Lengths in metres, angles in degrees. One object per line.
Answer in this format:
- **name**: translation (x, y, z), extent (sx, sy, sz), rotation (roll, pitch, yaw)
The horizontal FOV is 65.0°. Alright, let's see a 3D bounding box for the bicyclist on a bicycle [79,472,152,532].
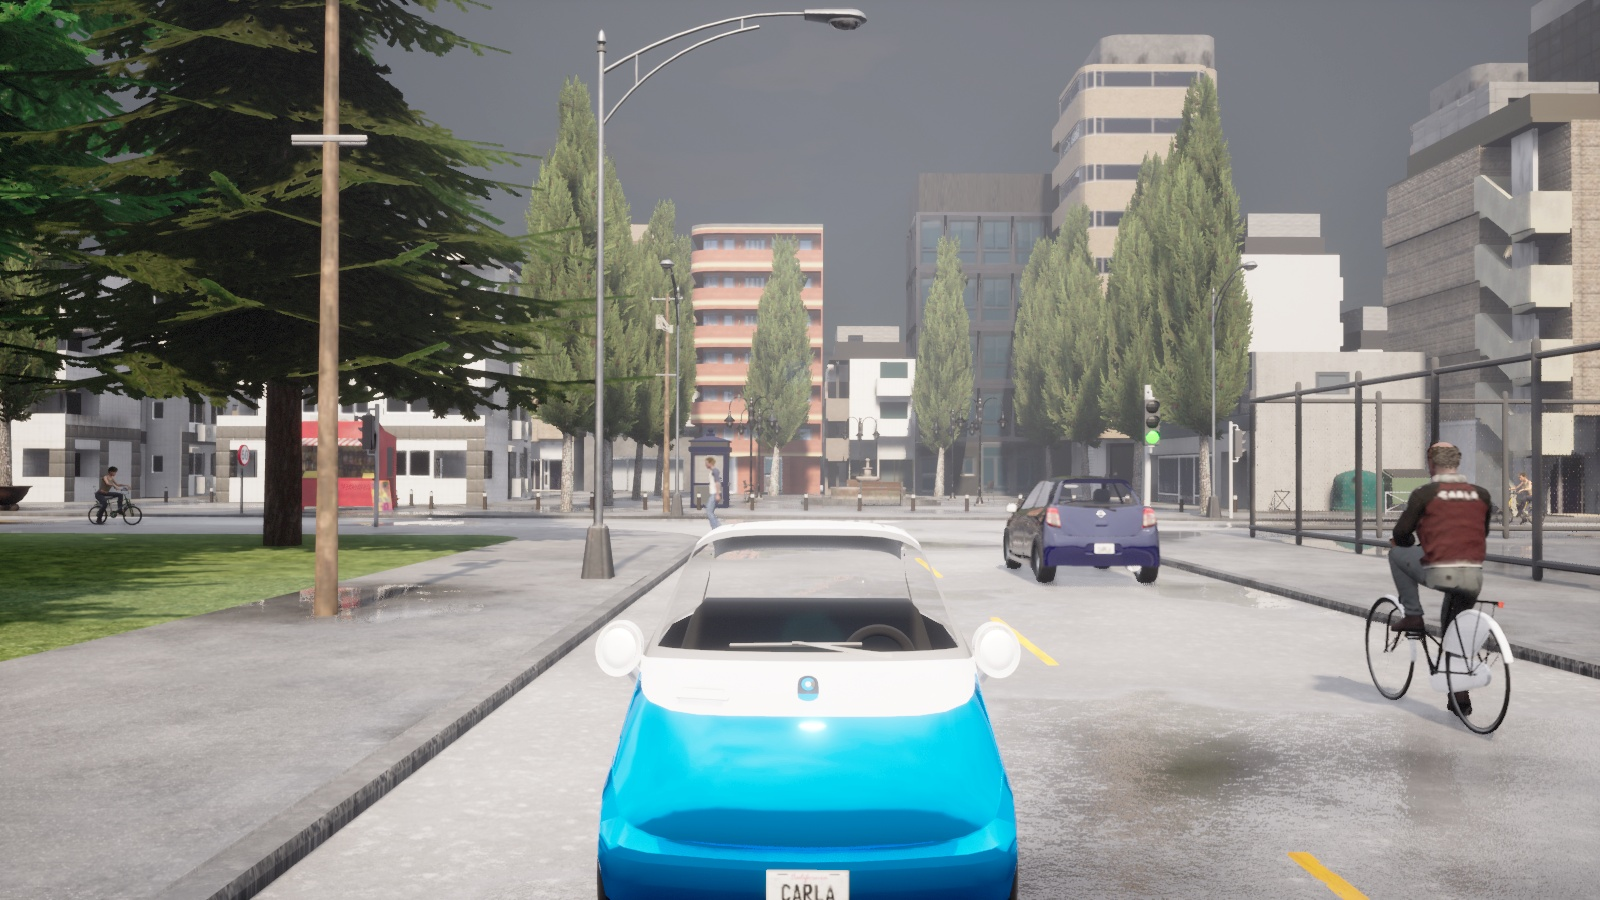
- **bicyclist on a bicycle**: translation (-18.738, 1.402, 34.391), extent (1.509, 1.612, 0.866), rotation (0, -1, 1)

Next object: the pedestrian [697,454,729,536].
- **pedestrian**: translation (-1.966, 1.012, 28.405), extent (0.706, 1.836, 0.354), rotation (0, -1, 0)

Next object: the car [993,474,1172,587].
- **car**: translation (4.104, 1.128, 18.802), extent (1.845, 1.501, 3.633), rotation (0, -1, 0)

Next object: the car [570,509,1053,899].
- **car**: translation (0.037, 0.953, 4.965), extent (1.481, 1.376, 2.207), rotation (0, -1, 0)

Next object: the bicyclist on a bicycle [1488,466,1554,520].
- **bicyclist on a bicycle**: translation (21.948, 1.304, 38.248), extent (1.509, 1.612, 0.866), rotation (0, -1, 0)

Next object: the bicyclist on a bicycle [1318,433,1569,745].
- **bicyclist on a bicycle**: translation (4.050, 0.805, 8.089), extent (0.659, 1.776, 1.843), rotation (0, -1, 0)
